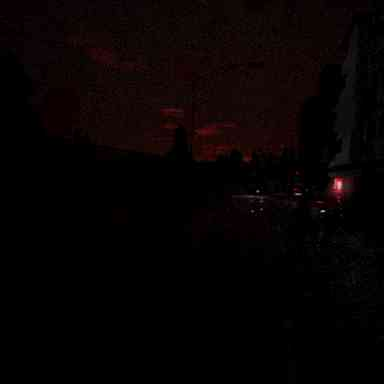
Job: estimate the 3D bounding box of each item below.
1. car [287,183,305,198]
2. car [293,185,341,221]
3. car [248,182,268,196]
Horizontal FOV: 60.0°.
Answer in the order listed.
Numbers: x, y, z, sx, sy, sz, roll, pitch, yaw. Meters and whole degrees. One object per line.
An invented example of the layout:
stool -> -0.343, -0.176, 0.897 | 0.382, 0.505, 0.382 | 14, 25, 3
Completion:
car -> 11.271, -0.188, 35.343 | 1.837, 1.490, 4.892 | 3, 4, 14
car -> 7.075, 0.627, 18.747 | 2.128, 1.511, 4.902 | 3, 4, 14
car -> 7.230, -0.342, 35.957 | 1.994, 1.385, 4.181 | 3, 4, 14
